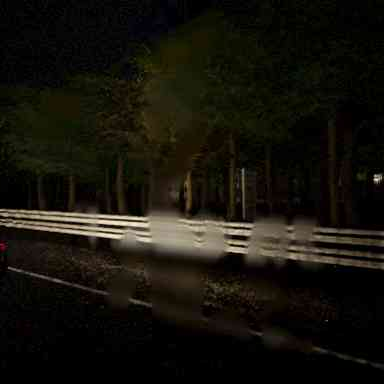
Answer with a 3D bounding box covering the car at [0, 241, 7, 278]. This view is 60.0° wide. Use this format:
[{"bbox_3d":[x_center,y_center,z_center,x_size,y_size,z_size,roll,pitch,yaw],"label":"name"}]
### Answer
[{"bbox_3d":[-6.786,1.527,8.705,4.792,1.488,2.163,0,0,33],"label":"car"}]
